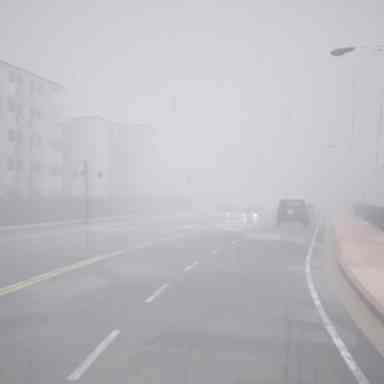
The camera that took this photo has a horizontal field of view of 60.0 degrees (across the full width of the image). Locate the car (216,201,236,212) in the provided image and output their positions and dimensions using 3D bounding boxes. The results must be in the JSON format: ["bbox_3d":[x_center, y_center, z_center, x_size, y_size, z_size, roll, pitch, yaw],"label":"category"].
[{"bbox_3d":[4.755,2.014,45.968,1.812,1.442,4.674,0,-1,22],"label":"car"}]

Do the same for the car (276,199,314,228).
[{"bbox_3d":[7.704,1.516,25.040,2.150,2.045,5.566,0,-1,22],"label":"car"}]

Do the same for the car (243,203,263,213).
[{"bbox_3d":[8.286,2.101,45.345,1.895,1.301,4.718,0,-1,22],"label":"car"}]
